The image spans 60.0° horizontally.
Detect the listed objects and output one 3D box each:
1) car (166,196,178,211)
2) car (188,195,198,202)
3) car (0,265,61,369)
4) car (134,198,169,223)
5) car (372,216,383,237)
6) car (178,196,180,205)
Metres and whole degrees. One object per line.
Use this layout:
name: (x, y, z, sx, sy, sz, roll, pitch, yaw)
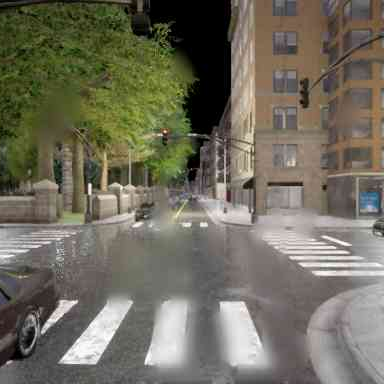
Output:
car: (-3.006, 1.460, 40.181, 1.837, 1.490, 4.892, 0, 2, 0)
car: (0.205, 1.423, 70.737, 1.812, 1.442, 4.674, 0, 0, 0)
car: (-3.092, 1.547, 3.200, 2.033, 1.411, 5.357, 0, 0, 0)
car: (-3.180, 1.491, 25.764, 1.837, 1.490, 4.892, 0, 0, 2)
car: (11.004, 1.366, 15.548, 4.553, 1.767, 2.097, 0, 0, 0)
car: (-2.941, 1.421, 55.933, 2.128, 1.511, 4.902, 0, 0, 1)
